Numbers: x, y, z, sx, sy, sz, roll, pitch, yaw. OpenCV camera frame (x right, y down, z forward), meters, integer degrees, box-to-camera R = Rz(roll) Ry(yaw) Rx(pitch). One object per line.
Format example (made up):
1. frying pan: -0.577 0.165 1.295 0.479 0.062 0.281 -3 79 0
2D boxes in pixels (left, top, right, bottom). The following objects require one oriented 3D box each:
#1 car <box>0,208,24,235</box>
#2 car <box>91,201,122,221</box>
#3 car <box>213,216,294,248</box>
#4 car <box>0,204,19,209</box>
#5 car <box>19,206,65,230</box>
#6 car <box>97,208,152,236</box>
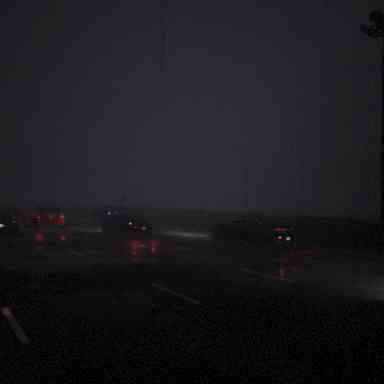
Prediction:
1. car: -11.943 1.869 20.276 1.994 1.385 4.181 2 -2 -38
2. car: -8.249 2.063 32.643 2.097 1.767 4.553 2 -2 -38
3. car: 3.148 2.047 17.951 2.128 1.511 4.902 2 -2 -38
4. car: -20.282 2.048 36.729 1.882 1.535 5.008 2 -2 -38
5. car: -11.169 1.798 24.995 2.097 1.767 4.553 2 -2 -38
6. car: -4.306 2.031 21.850 1.812 1.442 4.674 2 -2 -38
